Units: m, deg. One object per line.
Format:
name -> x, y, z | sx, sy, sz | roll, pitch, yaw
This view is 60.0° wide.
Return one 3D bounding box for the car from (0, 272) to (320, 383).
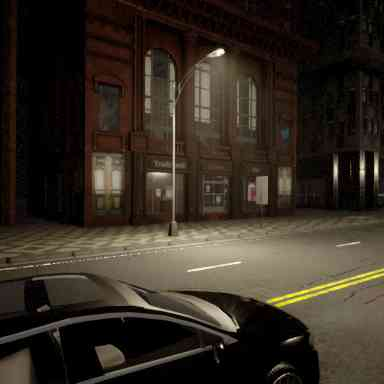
car -> -0.922, 1.492, 2.782 | 4.902, 1.511, 2.128 | 0, 0, -35
